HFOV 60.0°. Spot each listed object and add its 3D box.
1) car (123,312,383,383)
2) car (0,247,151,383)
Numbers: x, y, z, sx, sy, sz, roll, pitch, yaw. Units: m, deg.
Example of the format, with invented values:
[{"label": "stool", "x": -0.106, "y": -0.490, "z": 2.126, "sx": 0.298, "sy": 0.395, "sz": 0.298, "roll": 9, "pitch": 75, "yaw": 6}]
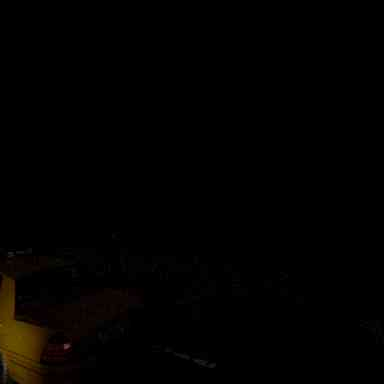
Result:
[{"label": "car", "x": 1.948, "y": 1.551, "z": 1.702, "sx": 4.403, "sy": 1.369, "sz": 2.008, "roll": 0, "pitch": 1, "yaw": 35}, {"label": "car", "x": -2.741, "y": 1.524, "z": 5.040, "sx": 4.829, "sy": 1.417, "sz": 1.752, "roll": 0, "pitch": 1, "yaw": 35}]
